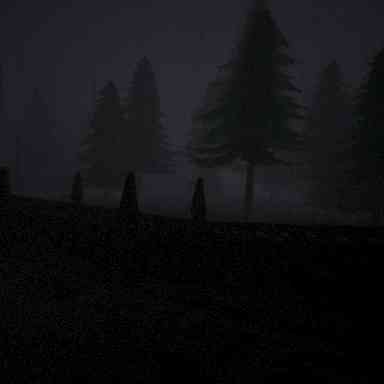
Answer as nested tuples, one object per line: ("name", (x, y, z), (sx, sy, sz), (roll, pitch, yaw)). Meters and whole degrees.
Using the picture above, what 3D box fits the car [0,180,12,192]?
("car", (-25.859, -0.835, 42.087), (2.128, 1.511, 4.902), (5, 3, 37))

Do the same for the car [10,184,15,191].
("car", (-23.637, -0.627, 39.238), (1.882, 1.535, 5.008), (5, 3, 37))
